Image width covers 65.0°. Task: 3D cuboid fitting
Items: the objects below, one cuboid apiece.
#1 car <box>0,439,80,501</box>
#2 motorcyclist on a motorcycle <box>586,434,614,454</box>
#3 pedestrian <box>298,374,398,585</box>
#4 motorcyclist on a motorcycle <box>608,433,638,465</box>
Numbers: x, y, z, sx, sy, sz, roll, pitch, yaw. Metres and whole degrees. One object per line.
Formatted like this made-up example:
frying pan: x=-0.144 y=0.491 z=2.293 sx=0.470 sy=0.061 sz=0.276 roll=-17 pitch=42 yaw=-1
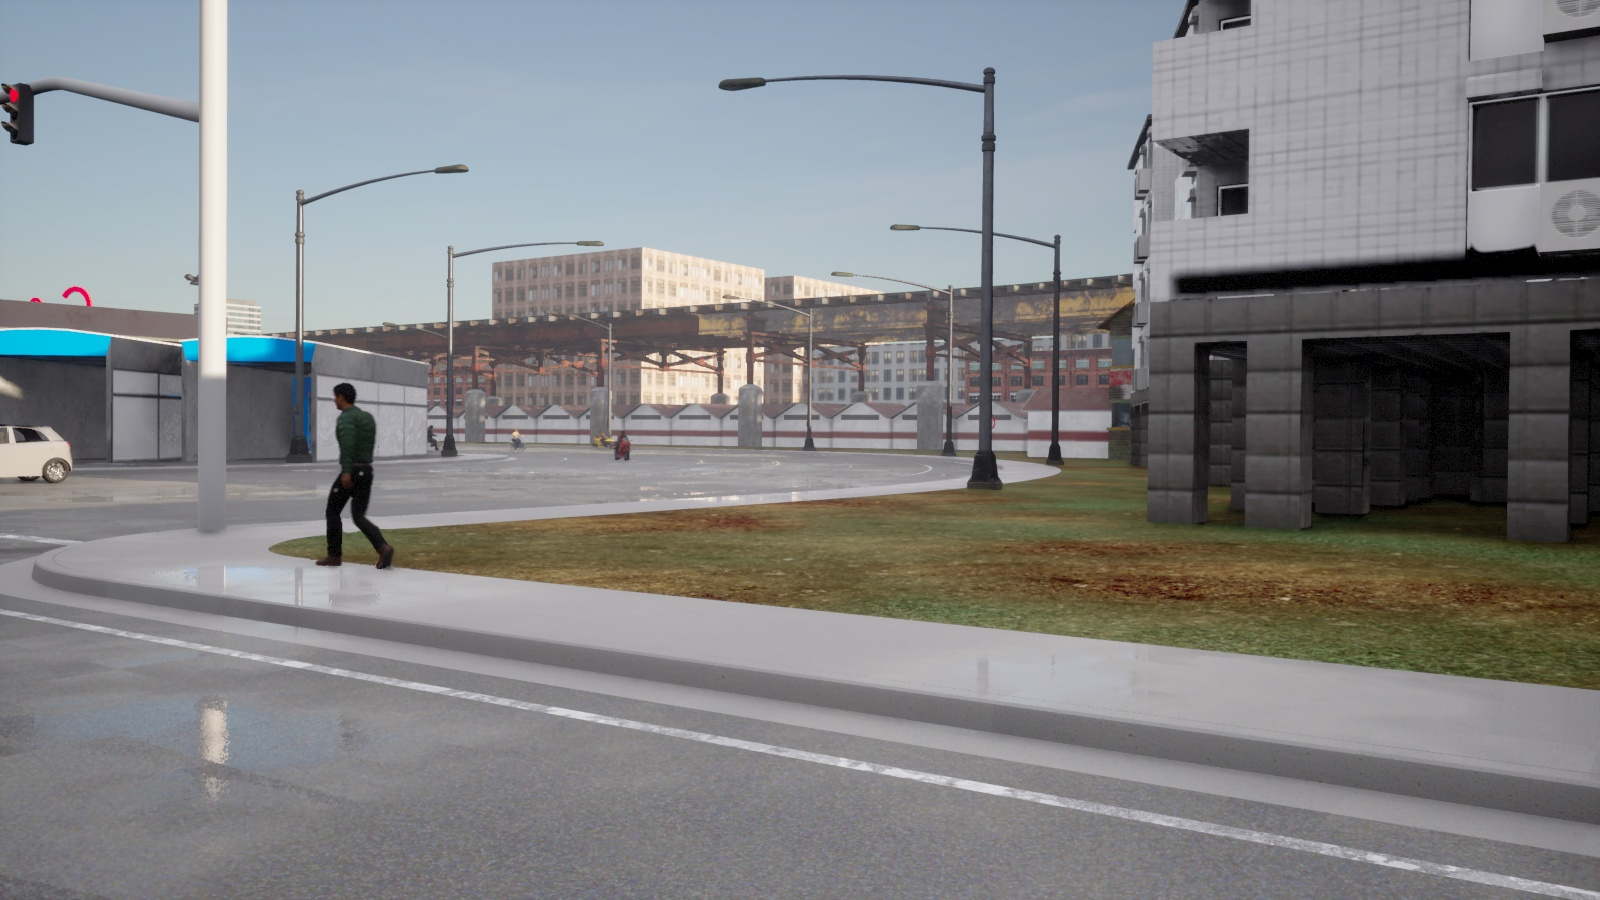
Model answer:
car: x=-20.440 y=0.500 z=31.538 sx=1.845 sy=1.501 sz=3.633 roll=0 pitch=1 yaw=35
motorcyclist on a motorcycle: x=-15.479 y=-0.473 z=97.180 sx=2.044 sy=1.523 sz=0.797 roll=0 pitch=3 yaw=35
pedestrian: x=-4.294 y=0.268 z=11.931 sx=0.788 sy=1.949 sz=0.423 roll=0 pitch=1 yaw=22
motorcyclist on a motorcycle: x=-8.647 y=-0.044 z=61.244 sx=0.797 sy=1.523 sz=2.044 roll=-1 pitch=1 yaw=-27
